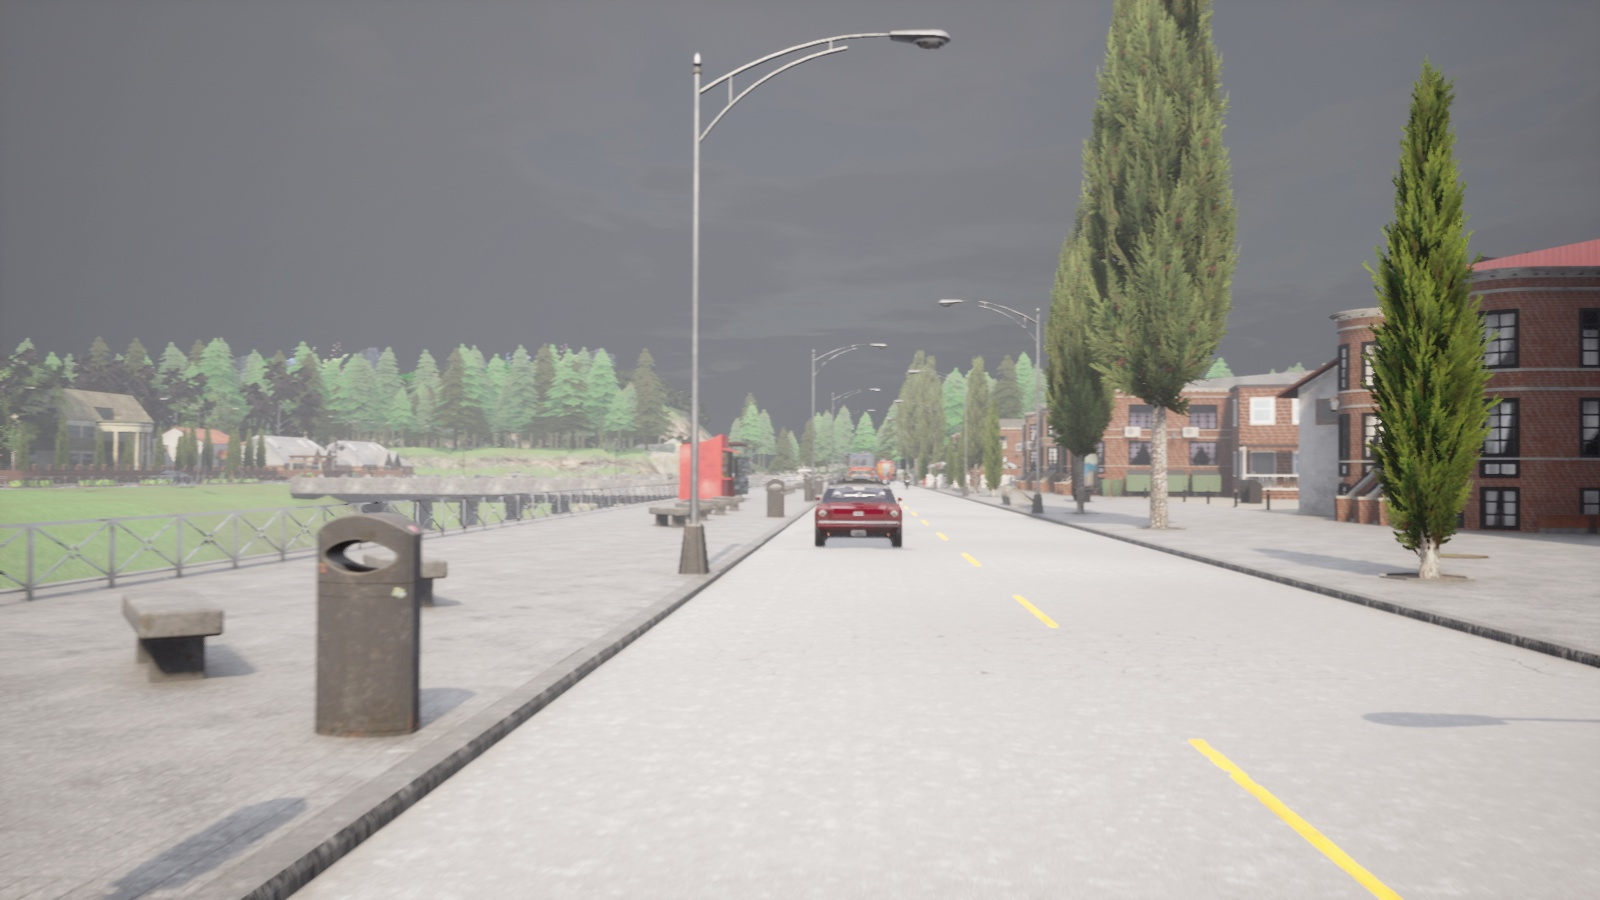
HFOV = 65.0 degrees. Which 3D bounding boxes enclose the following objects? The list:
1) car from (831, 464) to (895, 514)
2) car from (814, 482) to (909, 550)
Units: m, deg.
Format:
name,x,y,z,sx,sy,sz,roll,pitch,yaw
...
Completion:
name,x,y,z,sx,sy,sz,roll,pitch,yaw
car,2.249,1.347,44.657,2.152,1.651,5.027,0,-1,3
car,1.357,1.379,27.476,1.895,1.301,4.718,0,-1,3
